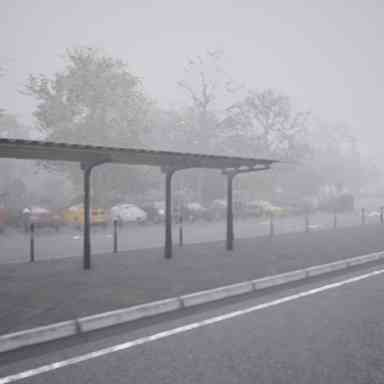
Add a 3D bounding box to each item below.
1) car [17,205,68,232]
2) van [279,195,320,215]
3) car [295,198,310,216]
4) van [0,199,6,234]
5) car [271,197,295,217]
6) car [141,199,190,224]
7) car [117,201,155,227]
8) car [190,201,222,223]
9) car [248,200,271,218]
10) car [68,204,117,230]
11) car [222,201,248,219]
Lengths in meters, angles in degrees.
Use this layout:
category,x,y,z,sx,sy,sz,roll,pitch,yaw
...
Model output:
category,x,y,z,sx,sy,sz,roll,pitch,yaw
car,-9.293,1.532,20.072,2.002,1.452,4.674,0,0,-36
van,11.091,1.308,34.511,1.878,1.987,4.442,0,0,-36
car,8.749,1.558,33.017,2.163,1.488,4.792,0,0,-36
van,-11.619,1.263,18.555,1.878,1.987,4.442,0,0,-36
car,6.616,1.520,31.226,1.946,1.575,5.366,0,0,-36
car,-2.539,1.378,24.945,2.185,1.767,4.553,0,0,-36
car,-4.777,1.540,23.303,2.002,1.452,4.674,0,0,-36
car,-0.266,1.508,26.539,2.097,1.535,5.008,0,0,-36
car,4.234,1.547,29.787,2.163,1.488,4.792,0,0,-36
car,-7.033,1.496,21.686,2.097,1.535,5.008,0,0,-36
car,1.998,1.514,28.144,2.231,1.521,4.892,0,0,-36
